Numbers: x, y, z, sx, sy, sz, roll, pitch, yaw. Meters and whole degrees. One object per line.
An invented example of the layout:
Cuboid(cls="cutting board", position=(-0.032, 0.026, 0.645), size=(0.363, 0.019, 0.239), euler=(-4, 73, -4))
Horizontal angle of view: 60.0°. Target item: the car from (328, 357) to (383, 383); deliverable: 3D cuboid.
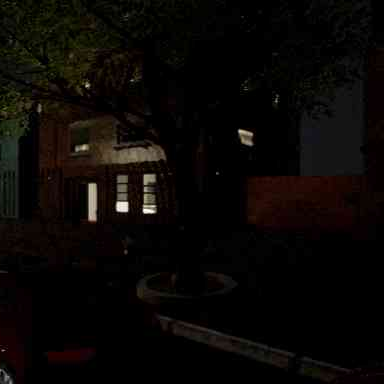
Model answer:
Cuboid(cls="car", position=(2.380, 1.441, 1.174), size=(4.097, 1.590, 1.967), euler=(0, 0, 36))

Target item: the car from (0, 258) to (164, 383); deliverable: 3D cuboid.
Cuboid(cls="car", position=(-2.258, 1.580, 4.484), size=(4.206, 1.307, 1.802), euler=(0, 0, 36))
